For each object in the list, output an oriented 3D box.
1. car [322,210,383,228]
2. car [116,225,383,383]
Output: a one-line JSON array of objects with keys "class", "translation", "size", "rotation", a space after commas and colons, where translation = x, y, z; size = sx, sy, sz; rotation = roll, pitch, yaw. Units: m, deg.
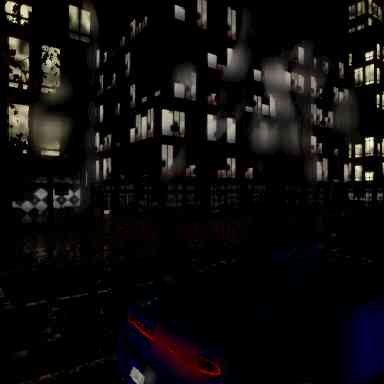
[{"class": "car", "translation": [8.140, 1.563, 16.226], "size": [4.313, 1.339, 1.947], "rotation": [0, 0, -36]}, {"class": "car", "translation": [1.529, 1.477, 4.407], "size": [5.008, 1.535, 1.882], "rotation": [0, 0, -36]}]
